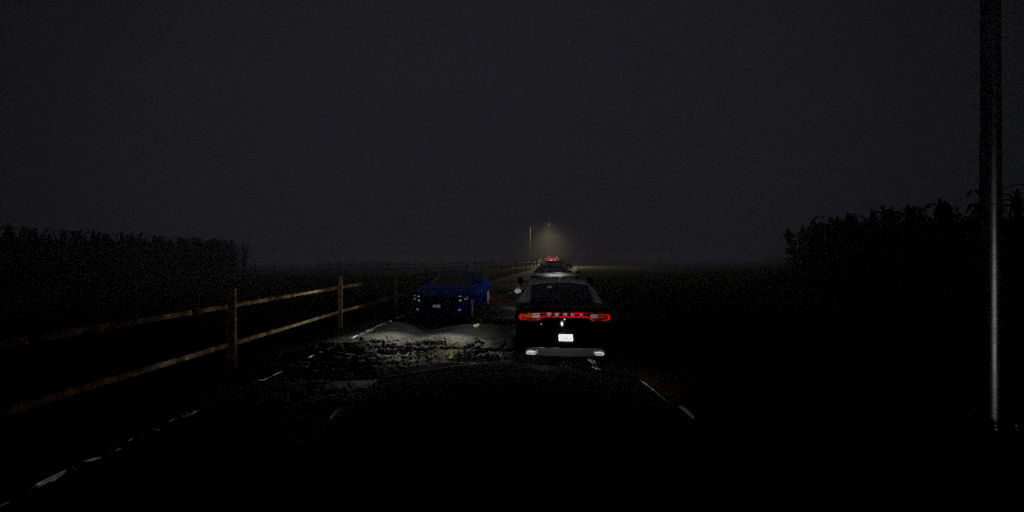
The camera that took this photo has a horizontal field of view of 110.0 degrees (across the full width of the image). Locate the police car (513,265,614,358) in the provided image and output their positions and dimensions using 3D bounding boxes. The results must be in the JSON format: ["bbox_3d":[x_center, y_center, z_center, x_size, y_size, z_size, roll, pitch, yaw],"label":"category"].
[{"bbox_3d":[1.063,1.173,8.632,1.930,1.638,5.238,0,0,3],"label":"police car"}]

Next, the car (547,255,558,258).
[{"bbox_3d":[7.090,0.908,63.141,2.150,2.045,5.566,0,0,12],"label":"car"}]

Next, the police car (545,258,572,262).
[{"bbox_3d":[2.874,1.159,24.279,1.930,1.638,5.238,0,0,10],"label":"police car"}]

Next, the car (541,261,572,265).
[{"bbox_3d":[1.981,1.218,18.326,1.882,1.535,5.008,0,0,7],"label":"car"}]

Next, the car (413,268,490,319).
[{"bbox_3d":[-2.016,1.223,13.136,1.882,1.535,5.008,0,0,5],"label":"car"}]
